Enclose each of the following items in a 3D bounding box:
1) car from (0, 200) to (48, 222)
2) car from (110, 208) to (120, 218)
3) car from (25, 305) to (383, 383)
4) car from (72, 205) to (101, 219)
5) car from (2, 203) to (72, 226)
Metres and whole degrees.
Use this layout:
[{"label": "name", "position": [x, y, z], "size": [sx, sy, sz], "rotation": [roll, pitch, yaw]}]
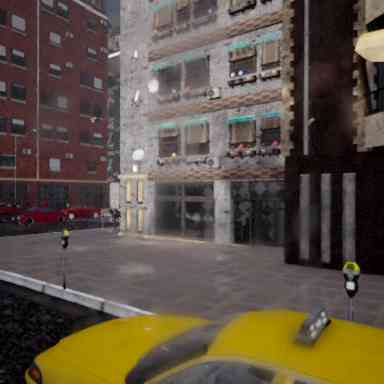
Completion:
[{"label": "car", "position": [-14.261, 1.576, 27.739], "size": [2.192, 1.841, 5.009], "rotation": [-1, -2, 35]}, {"label": "car", "position": [-5.972, 1.687, 34.907], "size": [2.150, 2.045, 5.566], "rotation": [0, -1, 35]}, {"label": "car", "position": [0.618, 1.525, 2.434], "size": [4.829, 1.417, 1.752], "rotation": [0, 0, 36]}, {"label": "car", "position": [-10.962, 1.909, 32.376], "size": [1.887, 1.381, 4.507], "rotation": [-1, -2, 35]}, {"label": "car", "position": [-12.114, 1.838, 26.263], "size": [1.994, 1.385, 4.181], "rotation": [0, -1, 35]}]
